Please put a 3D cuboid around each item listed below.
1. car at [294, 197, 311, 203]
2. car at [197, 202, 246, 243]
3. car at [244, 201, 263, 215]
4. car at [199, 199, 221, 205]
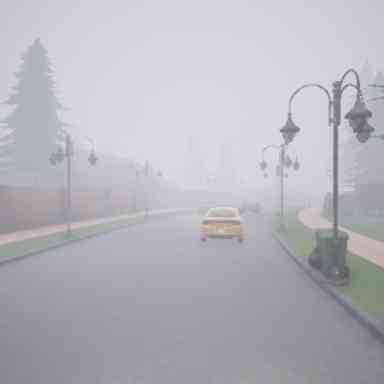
[{"bbox_3d":[23.127,1.638,69.700,1.895,1.301,4.718,0,0,42],"label":"car"},{"bbox_3d":[1.591,1.488,16.433,1.882,1.535,5.008,0,0,9],"label":"car"},{"bbox_3d":[6.227,1.634,34.787,1.895,1.301,4.718,0,0,19],"label":"car"},{"bbox_3d":[1.964,1.522,33.619,1.837,1.490,4.892,0,0,19],"label":"car"}]
